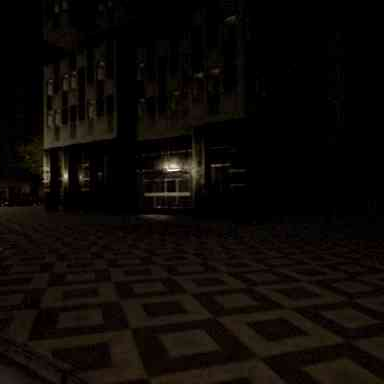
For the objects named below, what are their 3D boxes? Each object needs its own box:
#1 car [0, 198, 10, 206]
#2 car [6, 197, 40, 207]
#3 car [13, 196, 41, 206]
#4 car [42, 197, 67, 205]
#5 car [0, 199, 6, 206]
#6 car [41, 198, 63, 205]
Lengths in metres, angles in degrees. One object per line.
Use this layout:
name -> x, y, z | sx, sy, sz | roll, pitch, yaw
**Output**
car -> -33.144, 1.760, 55.690 | 1.802, 1.307, 4.206 | -1, 0, 35
car -> -26.129, 1.621, 50.847 | 1.947, 1.339, 4.313 | -1, 0, 35
car -> -29.944, 1.603, 60.332 | 1.967, 1.590, 4.097 | -1, 0, 35
car -> -26.741, 1.731, 64.975 | 1.802, 1.307, 4.206 | -1, 0, 35
car -> -29.332, 1.386, 46.207 | 2.192, 1.841, 5.009 | -1, 0, 35
car -> -22.928, 1.606, 55.489 | 1.947, 1.339, 4.313 | -1, 0, 35
